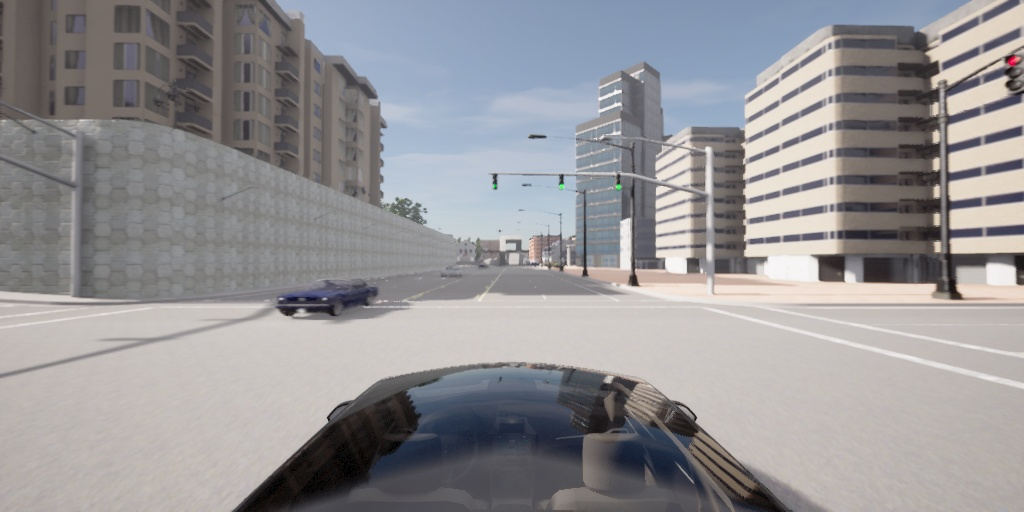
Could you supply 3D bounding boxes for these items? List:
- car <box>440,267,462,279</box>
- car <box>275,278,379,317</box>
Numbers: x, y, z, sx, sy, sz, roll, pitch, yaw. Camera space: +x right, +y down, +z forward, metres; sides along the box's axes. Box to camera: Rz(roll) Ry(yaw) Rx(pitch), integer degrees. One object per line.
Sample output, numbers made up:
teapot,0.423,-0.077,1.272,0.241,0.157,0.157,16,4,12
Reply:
car,-7.004,1.898,41.456,1.895,1.301,4.718,0,-1,0
car,-6.960,1.541,14.081,1.895,1.301,4.718,0,-1,0
